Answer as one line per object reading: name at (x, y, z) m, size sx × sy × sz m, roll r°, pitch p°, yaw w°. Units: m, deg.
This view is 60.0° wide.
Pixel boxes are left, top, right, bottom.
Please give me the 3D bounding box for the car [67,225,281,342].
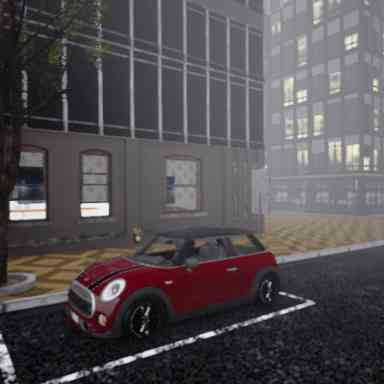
car at (-0.222, 1.467, 6.424) m, size 4.097 × 1.590 × 1.967 m, roll 1°, pitch -1°, yaw -36°
